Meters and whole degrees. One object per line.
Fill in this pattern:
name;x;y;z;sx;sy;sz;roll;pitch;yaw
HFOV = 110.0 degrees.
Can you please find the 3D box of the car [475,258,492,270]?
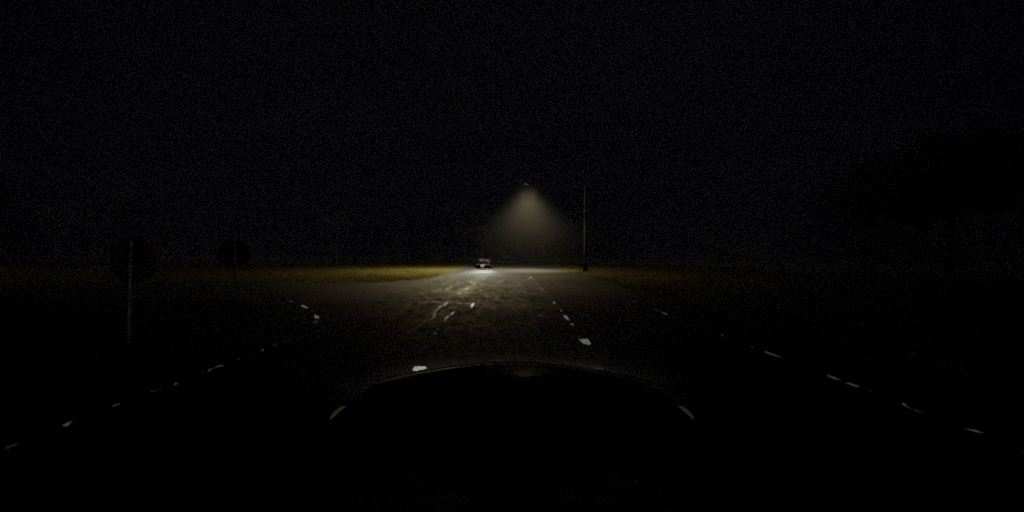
car;-3.631;1.024;46.786;2.128;1.511;4.902;0;0;0
